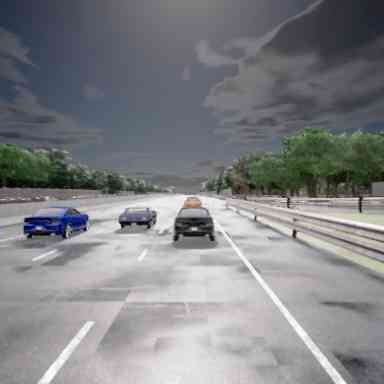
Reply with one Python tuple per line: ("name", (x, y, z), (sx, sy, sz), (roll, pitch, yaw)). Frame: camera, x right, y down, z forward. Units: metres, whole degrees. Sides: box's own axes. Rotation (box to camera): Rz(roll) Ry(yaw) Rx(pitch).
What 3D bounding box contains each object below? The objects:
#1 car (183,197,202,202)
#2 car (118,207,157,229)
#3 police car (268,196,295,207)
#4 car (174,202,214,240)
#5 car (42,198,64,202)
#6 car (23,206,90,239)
("car", (0.095, 1.352, 38.003), (2.097, 1.767, 4.553), (0, 0, 0))
("car", (-3.403, 1.603, 21.785), (1.895, 1.301, 4.718), (0, 0, 0))
("police car", (12.746, 1.398, 47.539), (2.038, 1.542, 4.974), (0, 0, -19))
("car", (0.098, 1.481, 17.139), (1.882, 1.535, 5.008), (0, 0, 0))
("car", (-17.556, 1.479, 41.985), (1.882, 1.535, 5.008), (0, 0, 1))
("car", (-6.903, 1.481, 17.483), (1.882, 1.535, 5.008), (0, 0, 0))
